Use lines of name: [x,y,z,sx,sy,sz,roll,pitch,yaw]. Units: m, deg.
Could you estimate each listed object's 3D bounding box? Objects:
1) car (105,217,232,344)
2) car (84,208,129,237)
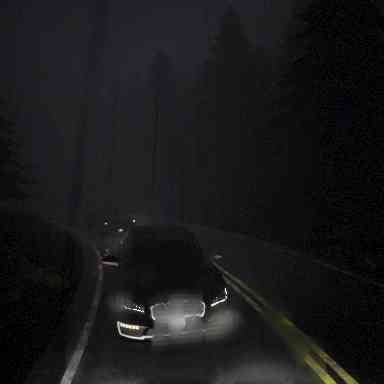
car: [-0.648,1.495,6.820,1.837,1.490,4.892,-1,0,-11]
car: [-4.642,1.612,18.558,1.895,1.301,4.718,-3,1,-29]
